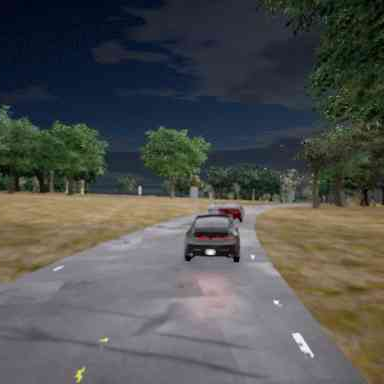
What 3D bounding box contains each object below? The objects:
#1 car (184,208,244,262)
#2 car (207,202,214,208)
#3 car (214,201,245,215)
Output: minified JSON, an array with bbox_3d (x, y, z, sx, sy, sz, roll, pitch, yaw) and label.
[{"bbox_3d":[0.834,1.563,12.427,1.837,1.490,4.892,0,0,7],"label":"car"},{"bbox_3d":[3.209,1.812,39.857,1.895,1.301,4.718,0,0,17],"label":"car"},{"bbox_3d":[3.381,1.613,28.182,1.882,1.535,5.008,0,0,13],"label":"car"}]
